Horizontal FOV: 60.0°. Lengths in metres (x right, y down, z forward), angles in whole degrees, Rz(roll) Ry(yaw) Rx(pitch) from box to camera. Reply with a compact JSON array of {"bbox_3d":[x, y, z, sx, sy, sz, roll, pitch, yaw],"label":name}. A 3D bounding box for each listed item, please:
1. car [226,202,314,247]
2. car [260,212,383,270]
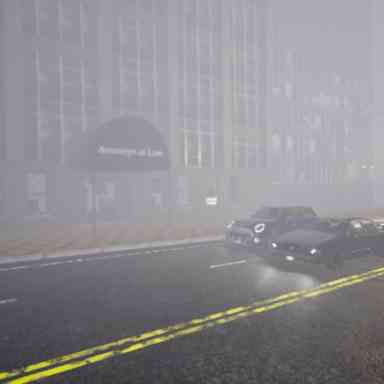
[{"bbox_3d":[3.620,1.345,14.256,4.553,1.767,2.097,0,0,-36],"label":"car"},{"bbox_3d":[5.009,1.540,11.250,5.357,1.411,2.033,0,0,-36],"label":"car"}]
